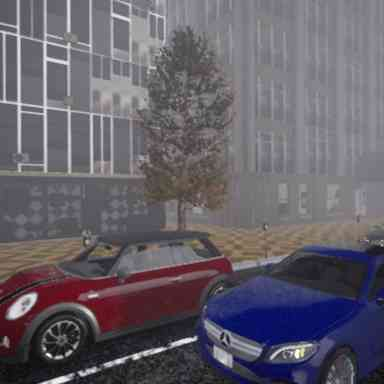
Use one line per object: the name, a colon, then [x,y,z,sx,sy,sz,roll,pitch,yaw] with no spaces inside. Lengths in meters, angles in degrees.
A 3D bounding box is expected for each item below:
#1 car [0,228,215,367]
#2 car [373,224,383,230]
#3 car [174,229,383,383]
car: [-1.200,1.450,5.720,4.097,1.590,1.967,0,-1,-36]
car: [8.040,1.607,12.339,4.403,1.369,2.008,0,-1,-36]
car: [2.231,1.545,4.982,4.674,1.442,1.812,0,0,-36]
